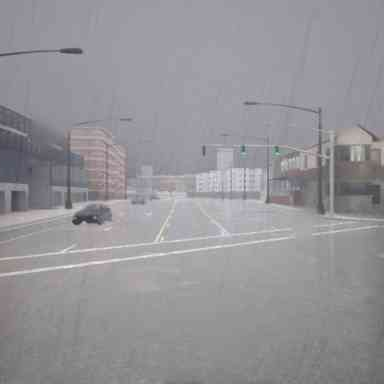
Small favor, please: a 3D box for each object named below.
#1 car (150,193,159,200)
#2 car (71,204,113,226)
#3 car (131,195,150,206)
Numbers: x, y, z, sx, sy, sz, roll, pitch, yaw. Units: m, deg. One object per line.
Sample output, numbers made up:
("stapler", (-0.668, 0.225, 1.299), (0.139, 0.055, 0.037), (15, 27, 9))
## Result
("car", (-8.511, 0.944, 73.650), (2.097, 1.767, 4.553), (0, 0, -2))
("car", (-7.069, 1.611, 24.251), (2.033, 1.411, 5.357), (0, 0, -2))
("car", (-7.795, 1.259, 49.251), (1.812, 1.442, 4.674), (0, 1, -2))
